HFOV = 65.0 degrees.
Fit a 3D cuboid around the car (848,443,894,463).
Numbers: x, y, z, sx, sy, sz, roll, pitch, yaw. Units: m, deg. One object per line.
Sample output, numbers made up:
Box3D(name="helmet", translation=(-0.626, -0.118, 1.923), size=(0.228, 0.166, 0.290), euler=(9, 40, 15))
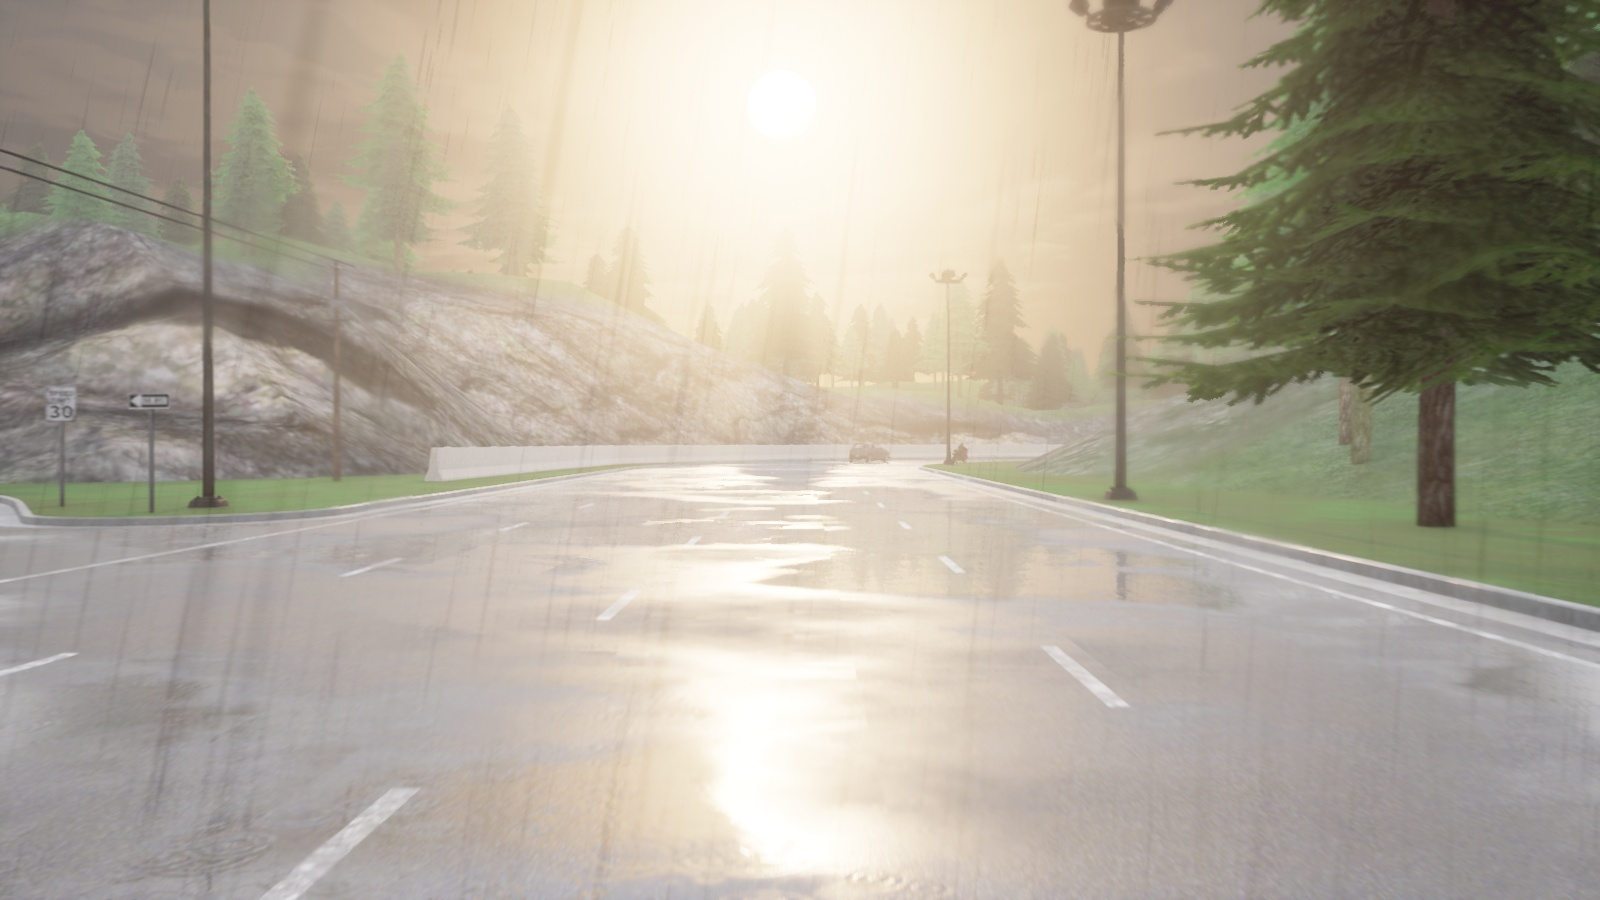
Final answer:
Box3D(name="car", translation=(5.376, 0.235, 94.624), size=(1.845, 1.501, 3.633), euler=(0, 0, 35))
